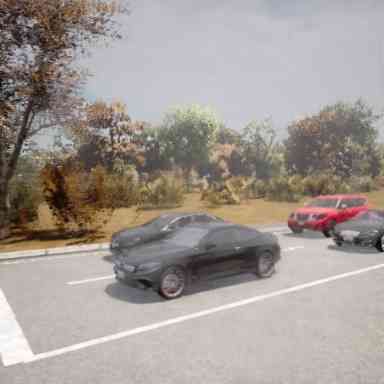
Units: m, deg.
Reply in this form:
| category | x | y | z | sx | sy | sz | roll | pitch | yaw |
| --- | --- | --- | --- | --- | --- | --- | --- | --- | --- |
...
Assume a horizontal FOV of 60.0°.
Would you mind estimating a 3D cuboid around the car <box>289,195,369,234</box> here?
| category | x | y | z | sx | sy | sz | roll | pitch | yaw |
| --- | --- | --- | --- | --- | --- | --- | --- | --- | --- |
| car | 7.614 | 1.202 | 18.016 | 5.566 | 2.045 | 2.150 | 0 | 0 | -36 |

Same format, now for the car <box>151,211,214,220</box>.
| category | x | y | z | sx | sy | sz | roll | pitch | yaw |
| --- | --- | --- | --- | --- | --- | --- | --- | --- | --- |
| car | -0.559 | 1.498 | 12.192 | 4.892 | 1.490 | 1.837 | 0 | 0 | -35 |

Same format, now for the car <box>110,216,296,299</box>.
| category | x | y | z | sx | sy | sz | roll | pitch | yaw |
| --- | --- | --- | --- | --- | --- | --- | --- | --- | --- |
| car | 0.359 | 1.520 | 8.549 | 4.674 | 1.442 | 1.812 | 0 | 0 | -36 |

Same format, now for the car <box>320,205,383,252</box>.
| category | x | y | z | sx | sy | sz | roll | pitch | yaw |
| --- | --- | --- | --- | --- | --- | --- | --- | --- | --- |
| car | 7.847 | 1.475 | 13.887 | 4.902 | 1.511 | 2.128 | 0 | 0 | -36 |
